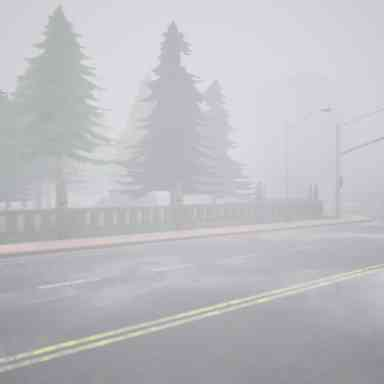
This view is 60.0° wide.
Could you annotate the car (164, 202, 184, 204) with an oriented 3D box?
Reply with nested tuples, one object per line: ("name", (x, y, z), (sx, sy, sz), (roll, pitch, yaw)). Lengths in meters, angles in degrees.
("car", (-3.268, 1.479, 60.896), (1.882, 1.535, 5.008), (0, 0, -34))
